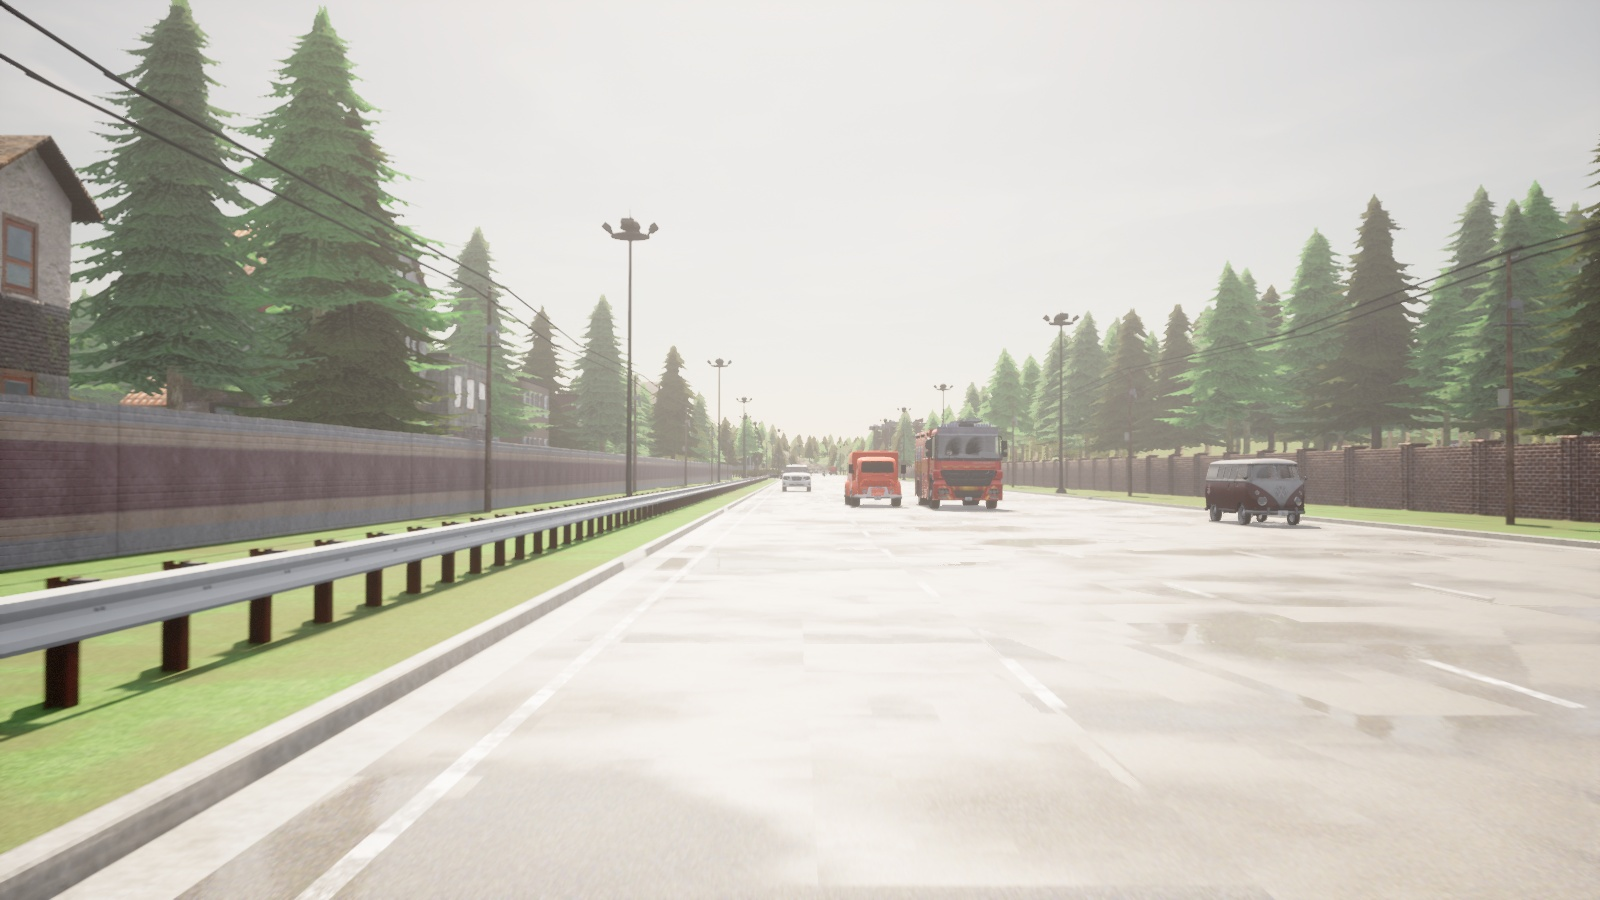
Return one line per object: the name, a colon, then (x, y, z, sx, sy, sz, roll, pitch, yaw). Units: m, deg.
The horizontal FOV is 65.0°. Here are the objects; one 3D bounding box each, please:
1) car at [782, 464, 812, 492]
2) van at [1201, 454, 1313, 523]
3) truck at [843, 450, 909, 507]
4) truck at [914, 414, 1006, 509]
car: (-0.230, 2.131, 95.340, 2.150, 2.045, 5.566, 0, -1, 0)
van: (13.907, 1.156, 38.467, 1.775, 1.987, 4.442, 0, -1, 0)
truck: (3.362, 1.265, 56.776, 2.627, 2.467, 5.204, 0, -1, 0)
truck: (6.863, 0.544, 55.037, 2.891, 3.827, 8.468, 0, -1, 0)
